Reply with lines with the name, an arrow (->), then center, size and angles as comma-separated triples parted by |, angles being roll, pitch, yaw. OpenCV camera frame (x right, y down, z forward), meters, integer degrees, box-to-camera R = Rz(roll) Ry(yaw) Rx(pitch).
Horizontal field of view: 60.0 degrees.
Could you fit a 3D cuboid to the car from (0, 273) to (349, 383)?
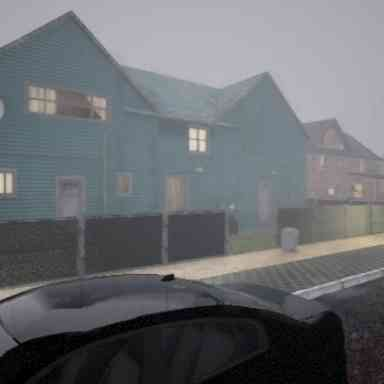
car -> -0.881, 1.477, 2.417 | 5.008, 1.535, 1.882 | 0, 0, -36
